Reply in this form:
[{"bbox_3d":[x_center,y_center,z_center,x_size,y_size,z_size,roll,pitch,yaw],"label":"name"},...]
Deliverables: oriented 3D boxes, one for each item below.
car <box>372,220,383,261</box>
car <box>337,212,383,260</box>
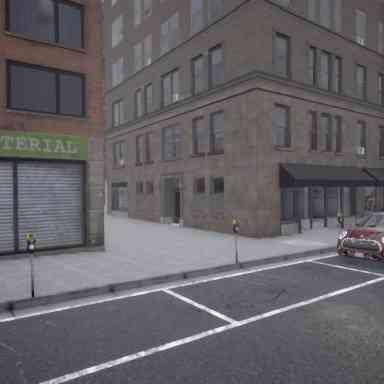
[{"bbox_3d":[6.696,1.476,8.157,5.008,1.535,1.882,0,0,-35],"label":"car"},{"bbox_3d":[6.841,1.438,11.555,4.097,1.590,1.967,0,-1,-36],"label":"car"}]
